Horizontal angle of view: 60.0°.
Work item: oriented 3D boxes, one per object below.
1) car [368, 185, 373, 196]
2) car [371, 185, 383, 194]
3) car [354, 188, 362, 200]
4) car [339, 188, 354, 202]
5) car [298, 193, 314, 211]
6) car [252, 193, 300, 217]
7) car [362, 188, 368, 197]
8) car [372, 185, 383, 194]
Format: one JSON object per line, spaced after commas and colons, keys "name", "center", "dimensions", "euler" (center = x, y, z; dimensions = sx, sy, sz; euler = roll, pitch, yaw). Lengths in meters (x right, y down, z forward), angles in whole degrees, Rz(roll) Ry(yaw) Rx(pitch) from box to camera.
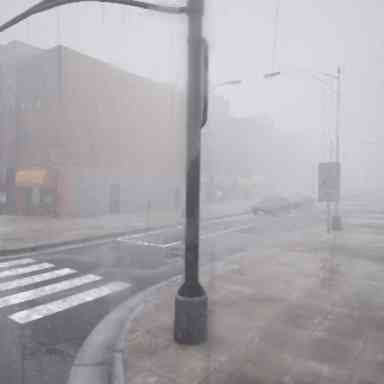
{"name": "car", "center": [28.312, 0.052, 55.305], "dimensions": [1.947, 1.339, 4.313], "euler": [3, 3, 35]}
{"name": "car", "center": [41.163, -0.689, 73.308], "dimensions": [2.192, 1.841, 5.009], "euler": [3, 3, 35]}
{"name": "car", "center": [21.892, 0.178, 46.294], "dimensions": [1.967, 1.590, 4.097], "euler": [3, 3, 35]}
{"name": "car", "center": [18.678, 0.446, 41.796], "dimensions": [1.802, 1.307, 4.206], "euler": [3, 3, 35]}
{"name": "car", "center": [9.044, 0.794, 28.286], "dimensions": [1.887, 1.381, 4.507], "euler": [3, 3, 35]}
{"name": "car", "center": [5.833, 0.944, 23.784], "dimensions": [1.947, 1.339, 4.313], "euler": [3, 3, 35]}
{"name": "car", "center": [25.101, 0.193, 50.803], "dimensions": [1.802, 1.307, 4.206], "euler": [3, 3, 35]}
{"name": "car", "center": [37.952, -0.568, 68.805], "dimensions": [2.192, 1.841, 5.009], "euler": [3, 3, 35]}
